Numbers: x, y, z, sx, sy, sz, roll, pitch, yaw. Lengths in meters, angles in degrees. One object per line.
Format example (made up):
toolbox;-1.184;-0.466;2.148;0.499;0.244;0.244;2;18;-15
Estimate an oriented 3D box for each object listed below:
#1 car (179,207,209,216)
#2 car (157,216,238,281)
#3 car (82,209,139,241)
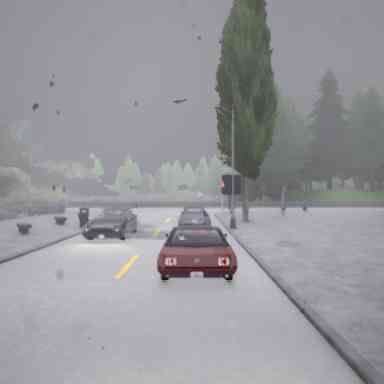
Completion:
car;0.152;1.597;20.779;1.994;1.385;4.181;0;0;0
car;0.123;1.617;9.821;1.895;1.301;4.718;0;0;0
car;-3.958;1.575;17.187;2.033;1.411;5.357;0;0;0
